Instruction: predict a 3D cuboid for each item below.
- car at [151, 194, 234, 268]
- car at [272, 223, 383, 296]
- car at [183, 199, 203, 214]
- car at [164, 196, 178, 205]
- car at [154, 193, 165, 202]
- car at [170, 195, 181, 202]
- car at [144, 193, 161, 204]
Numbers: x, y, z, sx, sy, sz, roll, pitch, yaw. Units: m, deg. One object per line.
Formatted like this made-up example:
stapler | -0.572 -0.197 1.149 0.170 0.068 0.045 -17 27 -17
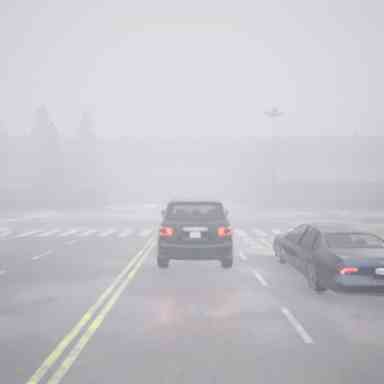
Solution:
car | 0.091 1.187 11.260 2.150 2.045 5.566 0 0 0
car | 3.581 1.519 8.730 2.033 1.411 5.357 0 0 0
car | 0.101 1.422 34.090 1.994 1.385 4.181 0 0 0
car | -3.552 1.384 57.199 1.994 1.385 4.181 0 0 0
car | -7.001 1.127 72.365 2.097 1.767 4.553 0 0 0
car | -3.501 1.312 72.423 2.033 1.411 5.357 0 0 0
car | -7.050 1.311 57.351 2.128 1.511 4.902 0 0 0
